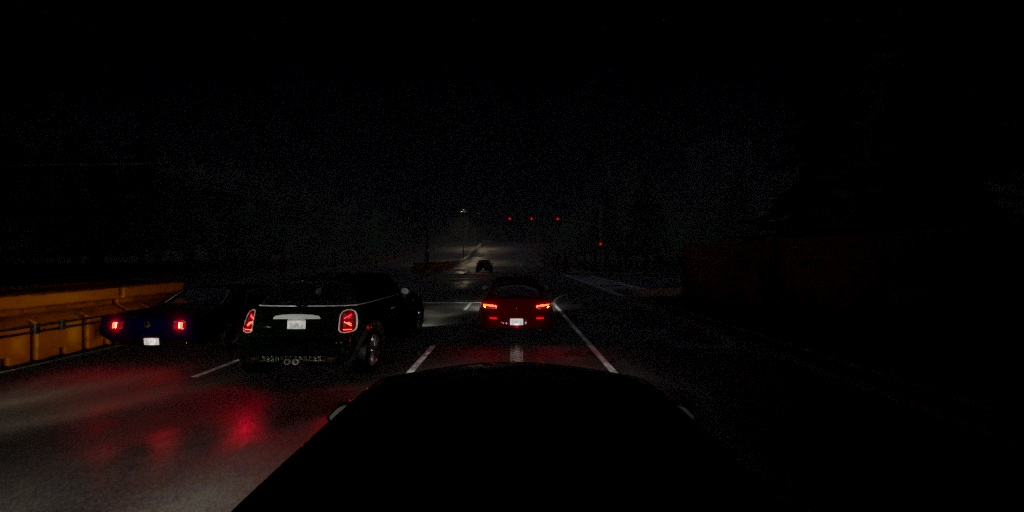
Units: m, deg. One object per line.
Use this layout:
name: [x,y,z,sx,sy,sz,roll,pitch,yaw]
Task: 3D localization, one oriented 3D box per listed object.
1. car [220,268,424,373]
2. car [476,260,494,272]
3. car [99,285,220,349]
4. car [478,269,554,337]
car: [-3.398,1.102,7.775,2.097,1.767,4.553,0,0,0]
car: [-3.397,1.255,44.687,1.837,1.490,4.892,0,0,0]
car: [-6.900,1.351,9.090,1.895,1.301,4.718,0,0,0]
car: [0.100,1.276,10.164,1.812,1.442,4.674,0,0,0]
